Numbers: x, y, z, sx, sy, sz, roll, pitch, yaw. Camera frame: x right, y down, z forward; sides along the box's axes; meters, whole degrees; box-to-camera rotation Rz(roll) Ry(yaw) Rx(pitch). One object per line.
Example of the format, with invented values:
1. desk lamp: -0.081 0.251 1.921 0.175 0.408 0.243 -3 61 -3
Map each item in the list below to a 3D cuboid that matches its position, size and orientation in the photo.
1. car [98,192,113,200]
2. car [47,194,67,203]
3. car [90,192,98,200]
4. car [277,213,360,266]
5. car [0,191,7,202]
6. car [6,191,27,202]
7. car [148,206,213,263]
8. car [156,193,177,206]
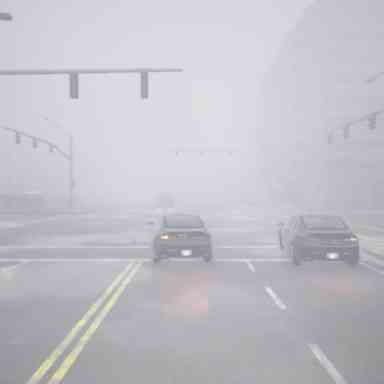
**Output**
1. car: -21.043 0.939 82.619 1.932 1.855 4.605 0 0 0
2. car: -26.706 1.226 65.227 1.970 1.475 3.806 0 0 0
3. car: -23.937 0.942 82.684 1.905 1.878 3.866 0 0 0
4. car: 4.155 1.475 11.442 1.837 1.490 4.892 -1 0 8
5. car: -46.456 1.181 82.740 1.970 1.475 3.806 0 0 0
6. car: -43.561 0.942 82.717 1.905 1.878 3.866 0 0 0
7. car: -0.508 1.472 11.894 1.837 1.490 4.892 0 0 -8
8. car: -3.580 1.101 45.579 2.150 2.045 5.566 0 0 0
